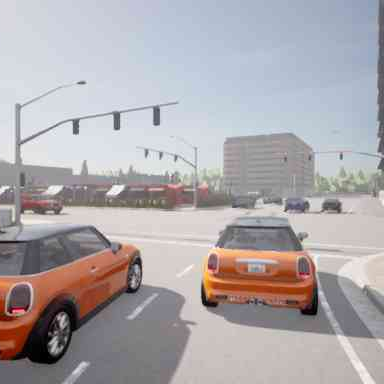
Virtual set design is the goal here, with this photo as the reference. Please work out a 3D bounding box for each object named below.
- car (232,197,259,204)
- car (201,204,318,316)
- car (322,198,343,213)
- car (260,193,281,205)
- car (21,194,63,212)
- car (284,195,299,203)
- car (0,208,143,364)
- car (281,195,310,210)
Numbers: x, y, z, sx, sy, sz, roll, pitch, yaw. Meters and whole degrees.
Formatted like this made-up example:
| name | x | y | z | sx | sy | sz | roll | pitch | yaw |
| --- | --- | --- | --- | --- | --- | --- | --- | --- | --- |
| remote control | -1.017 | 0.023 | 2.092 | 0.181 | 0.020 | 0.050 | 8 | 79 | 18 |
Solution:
| name | x | y | z | sx | sy | sz | roll | pitch | yaw |
| --- | --- | --- | --- | --- | --- | --- | --- | --- | --- |
| car | 6.713 | 1.580 | 43.101 | 1.895 | 1.301 | 4.718 | 0 | 0 | 28 |
| car | 1.631 | 1.348 | 7.851 | 2.097 | 1.767 | 4.553 | 0 | 0 | 14 |
| car | 15.619 | 1.486 | 37.031 | 1.837 | 1.490 | 4.892 | 0 | 0 | 28 |
| car | 13.788 | 1.193 | 56.600 | 2.150 | 2.045 | 5.566 | 0 | 0 | 28 |
| car | -16.095 | 1.261 | 34.833 | 5.566 | 2.045 | 2.150 | 0 | 0 | 28 |
| car | 21.072 | 1.492 | 70.412 | 2.128 | 1.511 | 4.902 | 0 | 0 | 28 |
| car | -2.486 | 1.349 | 6.145 | 2.097 | 1.767 | 4.553 | 0 | 0 | 10 |
| car | 11.913 | 1.334 | 37.490 | 2.097 | 1.767 | 4.553 | 0 | 0 | 28 |
